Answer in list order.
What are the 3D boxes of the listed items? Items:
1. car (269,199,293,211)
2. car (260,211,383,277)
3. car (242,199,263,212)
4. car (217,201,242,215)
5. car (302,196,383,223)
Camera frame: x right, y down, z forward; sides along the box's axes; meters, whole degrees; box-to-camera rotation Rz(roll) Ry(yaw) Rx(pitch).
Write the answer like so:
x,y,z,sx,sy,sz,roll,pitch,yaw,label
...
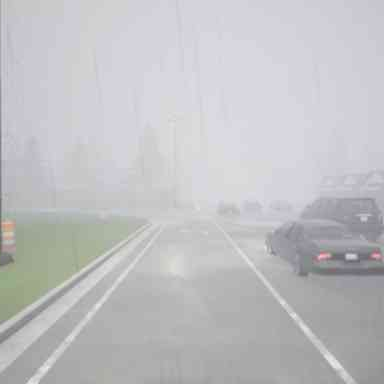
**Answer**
x,y,z,sx,sy,sz,roll,pitch,yaw,label
10.466,1.559,39.455,1.994,1.385,4.181,0,0,0,car
3.676,1.546,10.225,2.033,1.411,5.357,0,0,0,car
6.970,1.521,38.960,1.812,1.442,4.674,0,0,0,car
3.510,1.597,33.373,1.895,1.301,4.718,0,0,0,car
7.131,1.219,16.502,2.150,2.045,5.566,0,0,0,car
